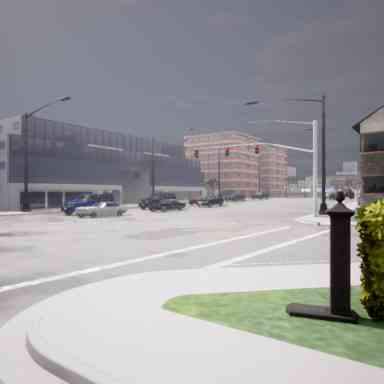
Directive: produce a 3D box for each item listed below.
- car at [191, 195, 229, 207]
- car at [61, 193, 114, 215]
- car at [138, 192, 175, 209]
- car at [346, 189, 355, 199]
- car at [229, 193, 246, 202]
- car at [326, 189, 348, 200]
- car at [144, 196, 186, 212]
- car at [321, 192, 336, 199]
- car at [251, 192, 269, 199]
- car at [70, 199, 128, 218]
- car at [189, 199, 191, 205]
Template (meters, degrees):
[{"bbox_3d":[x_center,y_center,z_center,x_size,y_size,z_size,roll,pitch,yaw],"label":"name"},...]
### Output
[{"bbox_3d":[2.487,1.217,44.702,2.128,1.511,4.902,0,1,35],"label":"car"},{"bbox_3d":[-10.078,1.171,32.882,2.150,2.045,5.566,0,0,35],"label":"car"},{"bbox_3d":[-4.136,1.072,41.355,2.150,2.045,5.566,0,1,36],"label":"car"},{"bbox_3d":[31.589,0.426,67.746,2.150,2.045,5.566,0,-1,35],"label":"car"},{"bbox_3d":[7.591,0.901,58.053,2.033,1.411,5.357,0,1,35],"label":"car"},{"bbox_3d":[25.896,0.685,59.454,1.837,1.490,4.892,0,0,35],"label":"car"},{"bbox_3d":[-2.784,1.493,37.186,1.895,1.301,4.718,0,1,35],"label":"car"},{"bbox_3d":[28.679,0.724,69.690,1.812,1.442,4.674,0,-1,35],"label":"car"},{"bbox_3d":[13.764,0.733,66.735,2.033,1.411,5.357,0,0,36],"label":"car"},{"bbox_3d":[-8.043,1.555,29.683,1.895,1.301,4.718,0,0,35],"label":"car"},{"bbox_3d":[1.468,1.246,49.346,1.895,1.301,4.718,0,2,35],"label":"car"}]
